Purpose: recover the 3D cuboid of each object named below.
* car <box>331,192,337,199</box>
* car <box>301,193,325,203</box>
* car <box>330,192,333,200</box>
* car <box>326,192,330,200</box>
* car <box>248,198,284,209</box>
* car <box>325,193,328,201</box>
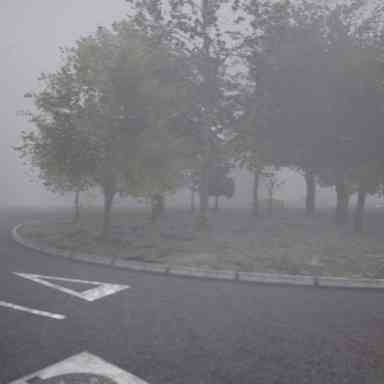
[{"bbox_3d":[34.077,1.150,86.936,5.566,2.045,2.435,0,1,30],"label":"car"},{"bbox_3d":[25.882,1.391,72.557,4.553,1.767,2.185,0,0,30],"label":"car"},{"bbox_3d":[31.349,1.450,82.147,4.892,1.521,2.231,0,1,30],"label":"car"},{"bbox_3d":[30.006,1.343,79.732,4.553,1.767,2.185,0,1,30],"label":"car"},{"bbox_3d":[10.594,1.560,47.493,5.008,1.535,1.882,0,-1,13],"label":"car"},{"bbox_3d":[27.227,1.503,74.971,5.008,1.535,2.097,0,0,30],"label":"car"}]
